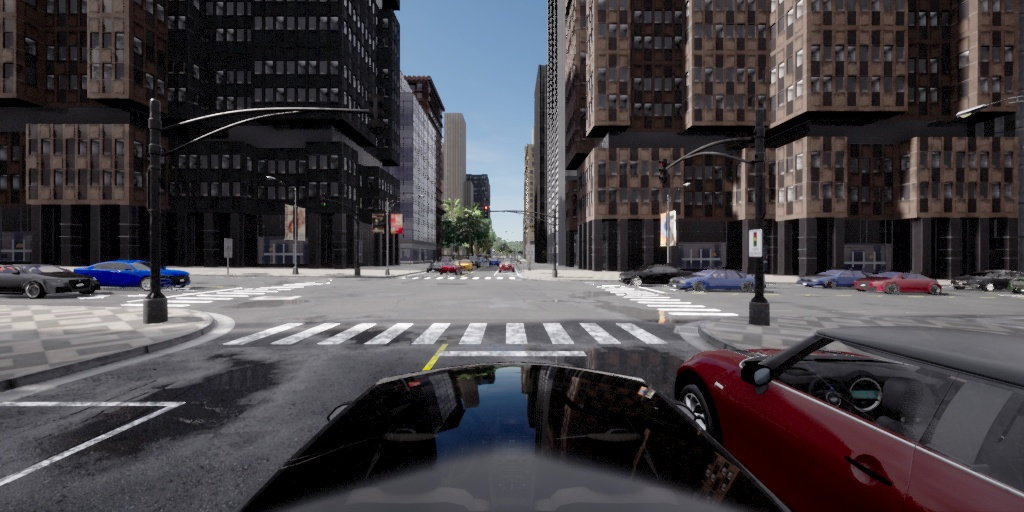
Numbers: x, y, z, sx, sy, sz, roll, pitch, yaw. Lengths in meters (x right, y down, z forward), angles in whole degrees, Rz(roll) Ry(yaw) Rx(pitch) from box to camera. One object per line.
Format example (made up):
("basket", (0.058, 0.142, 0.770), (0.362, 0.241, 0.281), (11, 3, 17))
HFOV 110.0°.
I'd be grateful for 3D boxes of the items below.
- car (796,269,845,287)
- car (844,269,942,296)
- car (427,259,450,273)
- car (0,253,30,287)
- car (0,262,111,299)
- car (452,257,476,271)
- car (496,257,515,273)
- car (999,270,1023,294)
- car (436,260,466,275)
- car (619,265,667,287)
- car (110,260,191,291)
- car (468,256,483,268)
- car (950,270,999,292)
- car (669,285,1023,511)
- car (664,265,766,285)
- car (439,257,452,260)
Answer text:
("car", (23.734, 1.657, 25.818), (5.357, 1.411, 2.033), (1, 0, 0))
("car", (24.101, 1.683, 22.558), (4.181, 1.385, 1.994), (1, 0, 0))
("car", (-9.153, 1.320, 43.735), (1.948, 1.339, 4.313), (0, 0, 0))
("car", (-28.950, 0.721, 18.780), (4.553, 1.767, 2.097), (1, 0, 0))
("car", (-20.774, 1.052, 15.583), (4.181, 1.385, 1.994), (1, 0, 0))
("car", (-6.522, 1.243, 48.957), (1.882, 1.535, 5.008), (0, 0, 0))
("car", (-0.628, 1.194, 43.792), (1.967, 1.591, 4.097), (0, 0, 0))
("car", (34.596, 1.624, 22.603), (4.553, 1.767, 2.097), (1, 0, 1))
("car", (-6.482, 1.344, 38.563), (1.895, 1.301, 4.718), (0, 0, 1))
("car", (10.262, 1.393, 25.724), (5.008, 1.535, 1.882), (1, 0, 0))
("car", (-19.838, 0.975, 18.837), (5.008, 1.535, 1.882), (1, 0, 0))
("car", (-6.587, 1.010, 60.350), (2.150, 2.045, 5.566), (0, 0, 1))
("car", (34.765, 1.775, 25.875), (4.892, 1.490, 1.837), (1, 0, 0))
("car", (2.763, 1.190, 2.403), (1.967, 1.591, 4.097), (0, 0, 0))
("car", (12.788, 1.503, 22.436), (5.357, 1.411, 2.033), (1, 0, -2))
("car", (-9.191, 1.080, 49.161), (2.192, 1.841, 5.009), (0, 0, 0))
